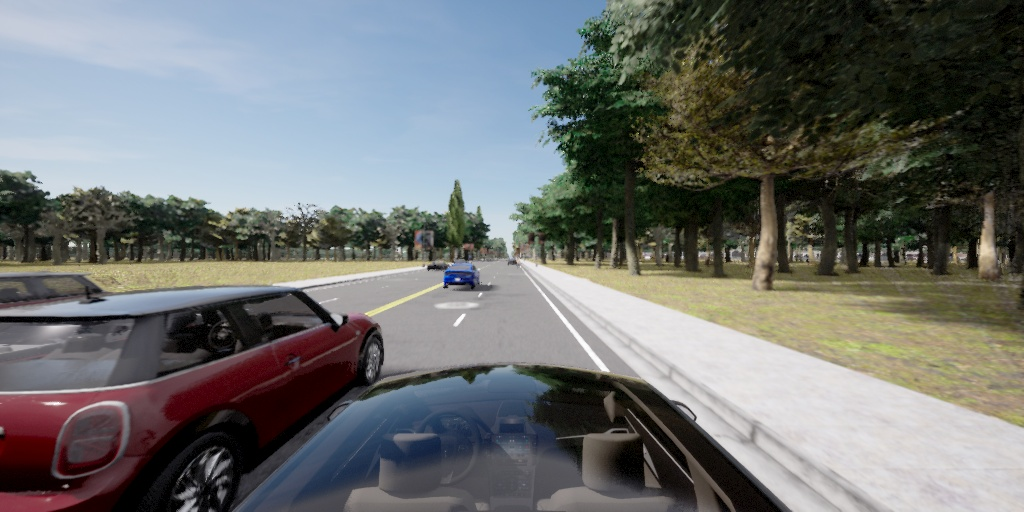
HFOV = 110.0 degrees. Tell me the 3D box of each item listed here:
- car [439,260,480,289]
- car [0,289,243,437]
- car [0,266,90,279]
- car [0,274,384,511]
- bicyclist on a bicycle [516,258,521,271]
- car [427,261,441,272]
[{"bbox_3d":[-3.154,1.213,23.183,1.882,1.535,5.008,0,0,0],"label":"car"},{"bbox_3d":[-6.602,1.347,5.170,1.895,1.301,4.718,0,0,0],"label":"car"},{"bbox_3d":[-9.851,1.098,6.200,2.097,1.767,4.553,0,0,0],"label":"car"},{"bbox_3d":[-3.152,1.100,4.085,2.097,1.767,4.553,0,0,0],"label":"car"},{"bbox_3d":[0.872,1.168,48.698,0.866,1.612,1.509,0,0,0],"label":"bicyclist on a bicycle"},{"bbox_3d":[-9.839,1.331,47.223,1.895,1.301,4.718,0,0,0],"label":"car"}]
